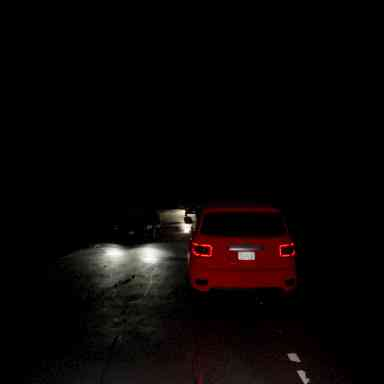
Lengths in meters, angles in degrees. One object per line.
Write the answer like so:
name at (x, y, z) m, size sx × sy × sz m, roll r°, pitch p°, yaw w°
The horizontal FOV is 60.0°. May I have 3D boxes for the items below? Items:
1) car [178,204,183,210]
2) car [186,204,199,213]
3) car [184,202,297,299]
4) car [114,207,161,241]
car at (-2.585, 3.623, 83.447) m, size 1.882 × 1.535 × 5.008 m, roll 0°, pitch -3°, yaw 0°
car at (0.095, 2.393, 48.475) m, size 1.895 × 1.301 × 4.718 m, roll 0°, pitch -2°, yaw 0°
car at (0.979, 1.251, 8.620) m, size 2.150 × 2.045 × 5.566 m, roll 0°, pitch 0°, yaw 0°
car at (-2.716, 1.585, 17.436) m, size 1.882 × 1.535 × 5.008 m, roll 0°, pitch -1°, yaw 0°
